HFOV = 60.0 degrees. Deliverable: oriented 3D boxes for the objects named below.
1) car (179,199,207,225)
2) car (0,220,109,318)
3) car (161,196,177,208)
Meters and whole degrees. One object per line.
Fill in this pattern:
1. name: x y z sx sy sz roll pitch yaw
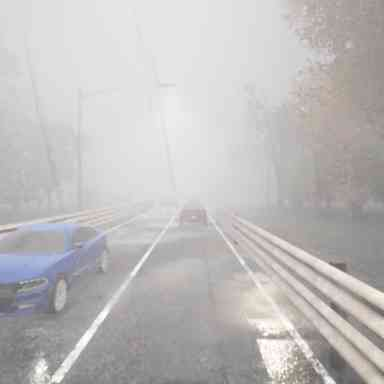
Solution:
1. car: 0.100 1.511 24.353 1.882 1.535 5.008 0 0 0
2. car: -3.349 1.484 7.761 1.882 1.535 5.008 0 0 0
3. car: -3.347 1.427 49.217 2.097 1.767 4.553 0 0 0
